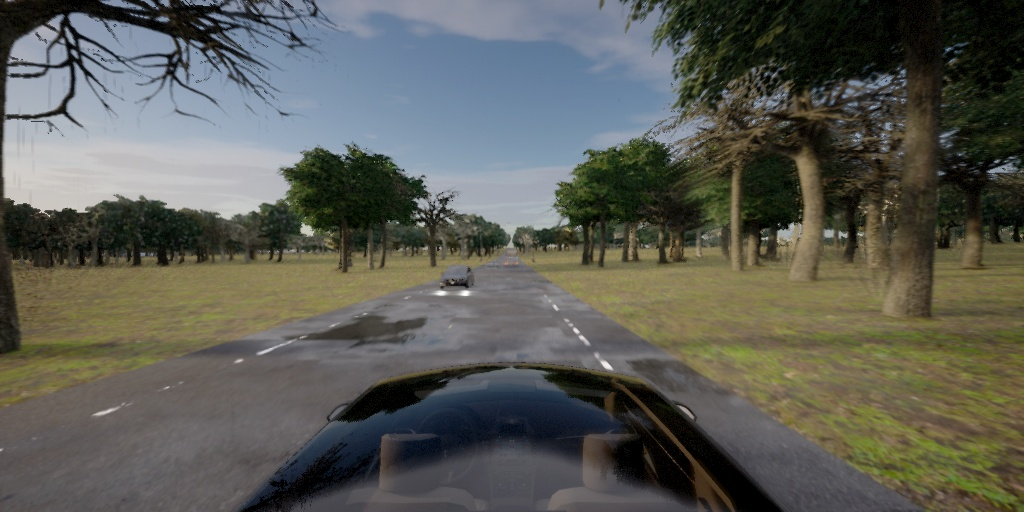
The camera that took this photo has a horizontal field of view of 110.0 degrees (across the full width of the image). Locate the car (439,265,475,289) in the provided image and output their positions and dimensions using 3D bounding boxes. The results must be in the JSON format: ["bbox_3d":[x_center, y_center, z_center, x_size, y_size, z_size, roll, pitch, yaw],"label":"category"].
[{"bbox_3d":[-3.592,1.366,24.066,1.837,1.490,4.892,0,0,0],"label":"car"}]

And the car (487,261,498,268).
[{"bbox_3d":[-3.505,1.485,65.234,1.895,1.301,4.718,0,0,0],"label":"car"}]
